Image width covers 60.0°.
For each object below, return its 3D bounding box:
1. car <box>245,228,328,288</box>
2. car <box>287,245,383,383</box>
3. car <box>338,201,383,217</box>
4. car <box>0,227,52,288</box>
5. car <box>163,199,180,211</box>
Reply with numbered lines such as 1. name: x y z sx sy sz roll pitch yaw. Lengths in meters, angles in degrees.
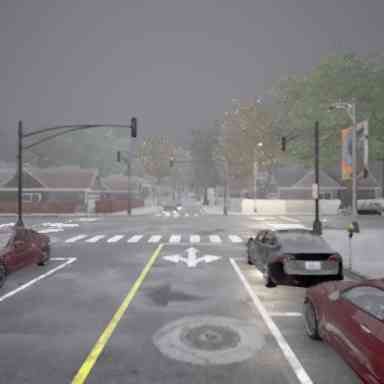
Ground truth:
1. car: 2.636 1.651 9.323 1.947 1.339 4.313 0 -1 0
2. car: 2.637 1.618 3.804 1.802 1.307 4.206 0 -1 0
3. car: 16.791 1.674 32.296 4.902 1.511 2.128 0 0 0
4. car: -5.389 1.667 9.320 1.802 1.307 4.206 0 -1 0
5. car: -3.107 1.968 48.669 1.837 1.490 4.892 0 0 0
